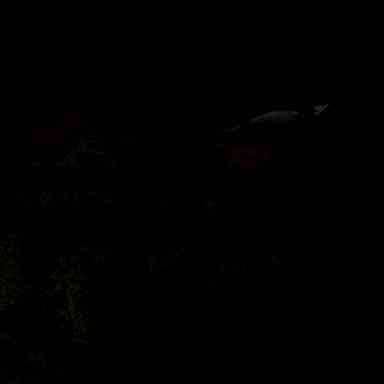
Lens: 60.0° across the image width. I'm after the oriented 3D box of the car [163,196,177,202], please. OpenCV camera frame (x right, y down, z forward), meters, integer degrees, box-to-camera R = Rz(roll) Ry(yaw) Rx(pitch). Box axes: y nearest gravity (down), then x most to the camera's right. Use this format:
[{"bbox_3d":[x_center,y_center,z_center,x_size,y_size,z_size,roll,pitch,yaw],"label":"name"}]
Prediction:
[{"bbox_3d":[-5.329,1.858,62.661,5.566,2.045,2.150,0,-1,-44],"label":"car"}]
